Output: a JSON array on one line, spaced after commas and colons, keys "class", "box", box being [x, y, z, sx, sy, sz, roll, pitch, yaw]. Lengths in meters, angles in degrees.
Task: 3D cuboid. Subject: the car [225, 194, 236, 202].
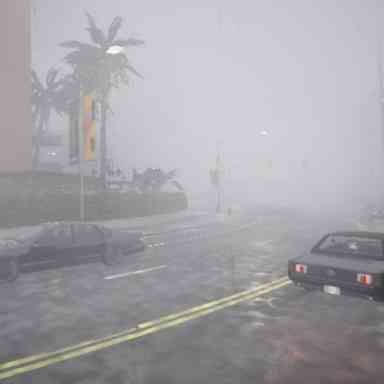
[{"class": "car", "box": [9.434, 1.664, 79.484, 2.097, 1.535, 5.008, 0, 0, 4]}]

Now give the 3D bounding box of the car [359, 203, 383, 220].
[{"class": "car", "box": [14.193, 1.521, 25.489, 2.033, 1.411, 5.357, 0, 0, 18]}]

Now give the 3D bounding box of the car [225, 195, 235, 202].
[{"class": "car", "box": [9.793, 1.557, 85.901, 2.185, 1.767, 4.553, 0, 0, 4]}]

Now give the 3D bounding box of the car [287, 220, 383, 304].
[{"class": "car", "box": [4.233, 1.596, 8.024, 1.895, 1.301, 4.718, -1, 0, 44]}]

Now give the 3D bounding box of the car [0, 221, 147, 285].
[{"class": "car", "box": [-3.989, 1.614, 10.013, 5.357, 1.411, 2.033, 0, 0, -42]}]
